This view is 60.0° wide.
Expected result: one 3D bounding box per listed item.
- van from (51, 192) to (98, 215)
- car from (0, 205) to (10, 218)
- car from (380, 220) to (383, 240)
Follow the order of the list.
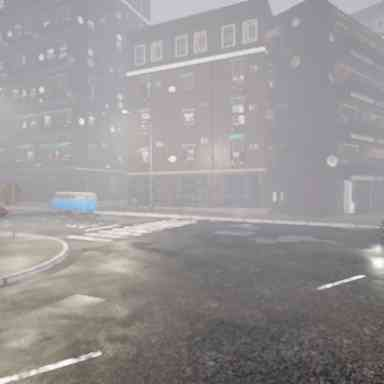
[{"bbox_3d":[-9.529,0.900,26.861,3.998,1.788,1.690,1,0,25],"label":"van"},{"bbox_3d":[-14.836,1.155,22.936,4.718,1.301,1.895,1,1,25],"label":"car"},{"bbox_3d":[10.751,1.479,15.715,5.008,1.535,1.882,0,0,-37],"label":"car"}]
